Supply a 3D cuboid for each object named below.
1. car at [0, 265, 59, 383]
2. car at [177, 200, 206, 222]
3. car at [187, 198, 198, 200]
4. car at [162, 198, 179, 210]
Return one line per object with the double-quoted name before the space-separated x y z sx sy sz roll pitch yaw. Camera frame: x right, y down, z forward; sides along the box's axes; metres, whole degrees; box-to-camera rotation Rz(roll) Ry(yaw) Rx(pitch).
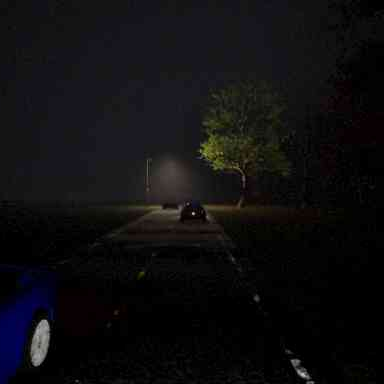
"car" -2.848 1.480 2.791 1.882 1.535 5.008 0 0 0
"car" 0.103 1.585 26.690 1.994 1.385 4.181 0 0 0
"car" 0.102 1.504 42.718 1.882 1.535 5.008 0 0 0
"car" -2.756 1.505 43.366 1.882 1.535 5.008 0 0 0
